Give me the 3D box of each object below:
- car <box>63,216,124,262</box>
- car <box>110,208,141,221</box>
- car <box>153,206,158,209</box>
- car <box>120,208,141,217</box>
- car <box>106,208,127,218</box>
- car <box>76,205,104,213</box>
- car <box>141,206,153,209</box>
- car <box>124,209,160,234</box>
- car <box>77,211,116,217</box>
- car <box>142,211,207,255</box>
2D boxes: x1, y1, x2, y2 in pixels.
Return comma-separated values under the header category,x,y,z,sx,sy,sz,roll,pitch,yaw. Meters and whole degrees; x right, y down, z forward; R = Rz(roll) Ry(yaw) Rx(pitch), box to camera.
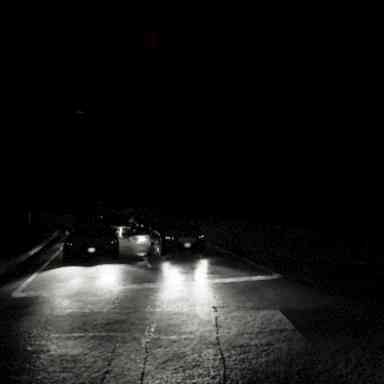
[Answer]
category,x,y,z,sx,sy,sz,roll,pitch,yaw
car,-4.015,1.911,13.608,1.994,1.385,4.181,0,-2,-15
car,-7.030,2.539,34.198,1.882,1.535,5.008,0,-2,-23
car,-6.463,2.929,49.773,2.097,1.767,4.553,0,-2,-29
car,-10.569,3.424,56.888,1.812,1.442,4.674,0,-2,-32
car,-11.895,3.285,52.372,1.837,1.490,4.892,0,-2,-30
car,-9.708,2.242,31.525,2.150,2.045,5.566,0,-2,-22
car,-7.013,2.874,43.181,1.837,1.490,4.892,0,-2,-26
car,-3.418,2.203,24.379,2.033,1.411,5.357,0,-2,-18
car,-6.273,2.181,21.698,1.994,1.385,4.181,0,-2,-17
car,-0.777,1.829,15.053,2.128,1.511,4.902,0,-2,-15
